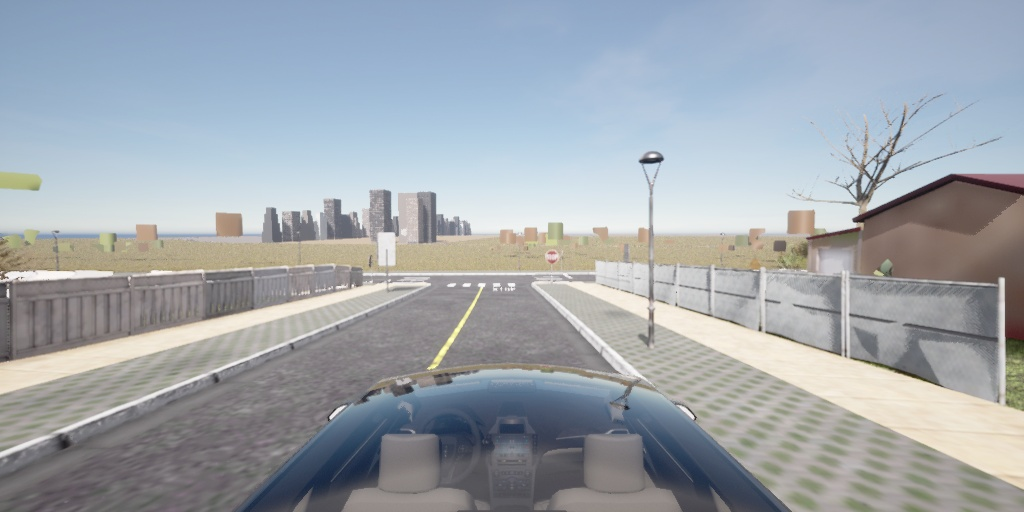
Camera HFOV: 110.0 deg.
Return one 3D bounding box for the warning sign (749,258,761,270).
[{"bbox_3d":[19.339,1.082,28.525,1.060,1.860,1.300,0,0,-5],"label":"warning sign"}]
